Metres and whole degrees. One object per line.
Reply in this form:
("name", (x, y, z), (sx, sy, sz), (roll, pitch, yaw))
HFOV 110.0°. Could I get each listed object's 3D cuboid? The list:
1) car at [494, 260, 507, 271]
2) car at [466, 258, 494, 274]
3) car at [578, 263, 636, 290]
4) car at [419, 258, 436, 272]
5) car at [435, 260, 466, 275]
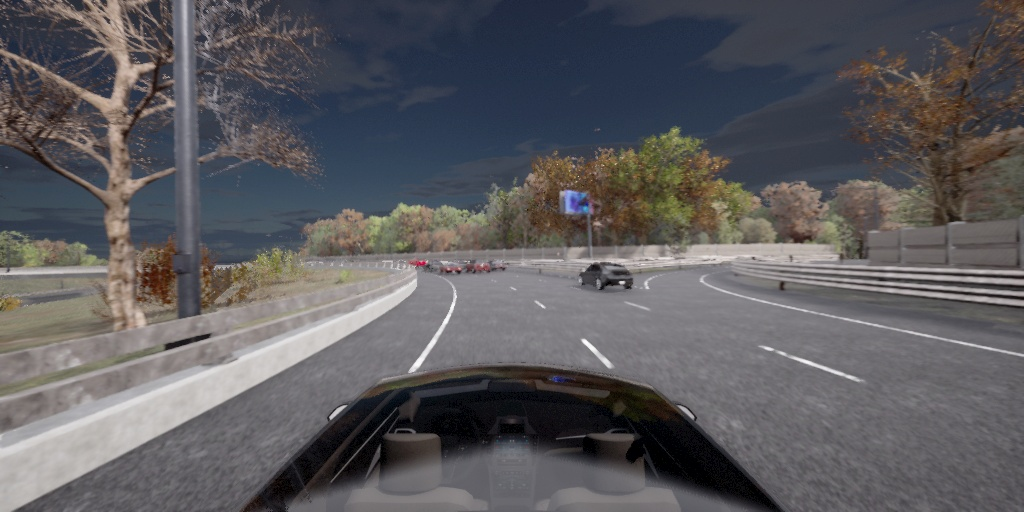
("car", (-2.394, 1.302, 48.086), (2.033, 1.411, 5.357), (-1, 0, -24))
("car", (-4.161, 1.146, 42.973), (2.097, 1.767, 4.553), (-1, 0, -21))
("car", (5.383, 1.171, 21.177), (1.837, 1.490, 4.892), (-1, 0, -9))
("car", (-10.726, 1.409, 49.137), (2.128, 1.511, 4.902), (-1, 0, -28))
("car", (-7.063, 1.453, 40.773), (1.895, 1.301, 4.718), (-1, 0, -21))
